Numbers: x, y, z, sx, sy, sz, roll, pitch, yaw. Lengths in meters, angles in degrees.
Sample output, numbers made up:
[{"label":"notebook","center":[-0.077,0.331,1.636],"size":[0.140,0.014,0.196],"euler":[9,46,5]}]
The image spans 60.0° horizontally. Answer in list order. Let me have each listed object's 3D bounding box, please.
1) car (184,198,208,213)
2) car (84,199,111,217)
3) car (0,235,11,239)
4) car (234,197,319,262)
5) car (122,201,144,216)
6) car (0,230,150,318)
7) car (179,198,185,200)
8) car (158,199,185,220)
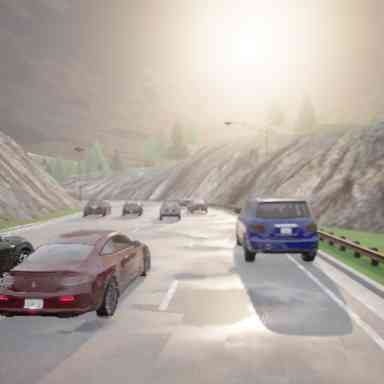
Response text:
[{"label":"car","center":[0.581,1.562,37.320],"size":[1.812,1.442,4.674],"euler":[-1,0,-7]},{"label":"car","center":[-9.489,1.544,33.636],"size":[2.097,1.767,4.553],"euler":[-1,0,-6]},{"label":"car","center":[-5.739,1.454,7.783],"size":[2.097,1.767,4.553],"euler":[-1,0,6]},{"label":"car","center":[2.817,1.194,12.096],"size":[2.150,2.045,5.566],"euler":[-1,0,3]},{"label":"car","center":[-6.016,1.630,33.956],"size":[2.128,1.511,4.902],"euler":[-1,0,-6]},{"label":"car","center":[-2.242,1.571,7.461],"size":[1.812,1.442,4.674],"euler":[-1,0,6]},{"label":"car","center":[-1.163,1.582,47.691],"size":[1.837,1.490,4.892],"euler":[-1,0,-14]},{"label":"car","center":[-1.975,1.615,29.407],"size":[2.033,1.411,5.357],"euler":[-1,0,-5]}]
